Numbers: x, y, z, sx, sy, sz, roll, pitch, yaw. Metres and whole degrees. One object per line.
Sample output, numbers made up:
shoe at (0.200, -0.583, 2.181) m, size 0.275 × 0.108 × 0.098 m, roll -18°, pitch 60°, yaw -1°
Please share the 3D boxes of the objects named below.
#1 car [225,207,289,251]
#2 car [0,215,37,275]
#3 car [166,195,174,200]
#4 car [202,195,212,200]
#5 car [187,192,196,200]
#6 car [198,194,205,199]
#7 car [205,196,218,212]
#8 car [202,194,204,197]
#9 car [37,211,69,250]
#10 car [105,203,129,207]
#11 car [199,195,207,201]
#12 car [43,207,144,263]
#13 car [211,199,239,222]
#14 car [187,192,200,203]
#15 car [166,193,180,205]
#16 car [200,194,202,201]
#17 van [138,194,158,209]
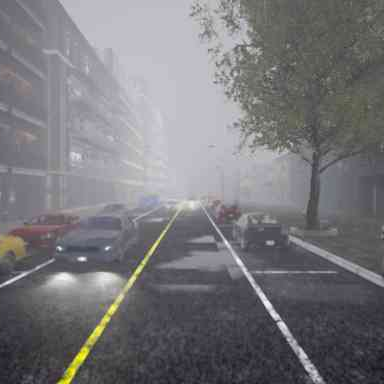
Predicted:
car at (2.682, 1.504, 13.603) m, size 2.008 × 1.369 × 4.403 m, roll 0°, pitch 0°, yaw 0°
car at (-5.697, 1.498, 7.734) m, size 1.752 × 1.417 × 4.829 m, roll 0°, pitch 0°, yaw 0°
car at (-5.731, 1.382, 87.659) m, size 1.802 × 1.307 × 4.206 m, roll 0°, pitch 0°, yaw 0°
car at (2.669, 1.421, 42.086) m, size 1.887 × 1.381 × 4.507 m, roll 0°, pitch 0°, yaw 0°
car at (-0.035, 0.943, 84.260) m, size 2.150 × 2.045 × 5.566 m, roll 0°, pitch 0°, yaw 0°
car at (2.646, 1.236, 93.355) m, size 1.967 × 1.590 × 4.097 m, roll 0°, pitch 0°, yaw 0°
car at (2.672, 1.471, 36.388) m, size 1.802 × 1.307 × 4.206 m, roll 0°, pitch 0°, yaw 0°
car at (2.978, 1.309, 53.285) m, size 1.801 × 1.575 × 5.366 m, roll 0°, pitch 0°, yaw 0°
car at (-5.699, 1.497, 13.602) m, size 1.887 × 1.381 × 4.507 m, roll 0°, pitch 0°, yaw 0°
car at (-5.704, 1.484, 24.994) m, size 1.947 × 1.339 × 4.313 m, roll 0°, pitch 0°, yaw 0°
car at (2.653, 1.372, 81.963) m, size 1.947 × 1.339 × 4.313 m, roll 0°, pitch 0°, yaw 0°
car at (-3.105, 1.505, 12.061) m, size 2.033 × 1.411 × 5.357 m, roll 0°, pitch 0°, yaw 0°
car at (2.677, 1.463, 24.995) m, size 1.887 × 1.381 × 4.507 m, roll 0°, pitch 0°, yaw 0°
car at (-0.028, 1.317, 66.905) m, size 2.128 × 1.511 × 4.902 m, roll 0°, pitch 0°, yaw 0°
car at (-3.083, 1.375, 54.738) m, size 1.812 × 1.442 × 4.674 m, roll 0°, pitch 0°, yaw 0°
car at (2.655, 1.395, 76.266) m, size 1.802 × 1.307 × 4.206 m, roll 0°, pitch 0°, yaw 0°
van at (-5.712, 1.217, 42.085) m, size 1.690 × 1.788 × 3.998 m, roll 0°, pitch 0°, yaw 0°
